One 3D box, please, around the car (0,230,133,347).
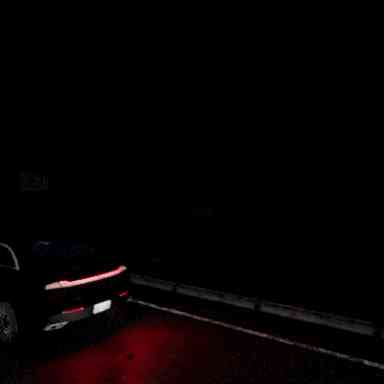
[{"bbox_3d":[-3.308,1.489,6.346,4.902,1.511,2.128,0,0,35],"label":"car"}]
